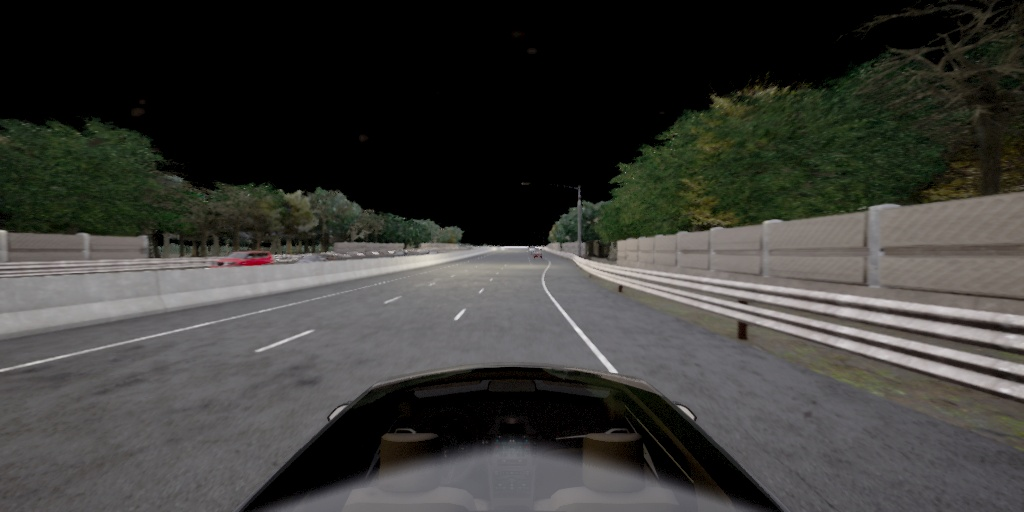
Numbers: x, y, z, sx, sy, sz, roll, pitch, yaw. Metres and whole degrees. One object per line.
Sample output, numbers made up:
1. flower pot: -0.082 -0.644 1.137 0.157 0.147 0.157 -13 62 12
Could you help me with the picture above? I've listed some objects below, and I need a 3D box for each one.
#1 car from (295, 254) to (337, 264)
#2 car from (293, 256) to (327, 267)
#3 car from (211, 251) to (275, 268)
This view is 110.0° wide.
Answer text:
1. car: -17.251 0.888 30.964 2.128 1.511 4.902 0 1 2
2. car: -26.531 0.652 47.391 1.895 1.301 4.718 0 1 -1
3. car: -24.214 0.578 32.543 2.150 2.045 5.566 0 1 2
